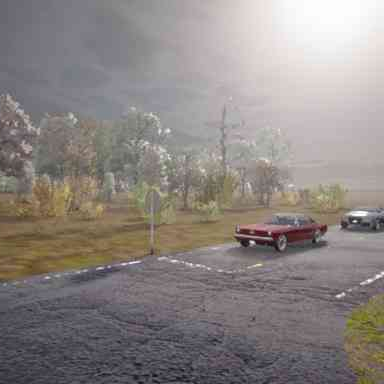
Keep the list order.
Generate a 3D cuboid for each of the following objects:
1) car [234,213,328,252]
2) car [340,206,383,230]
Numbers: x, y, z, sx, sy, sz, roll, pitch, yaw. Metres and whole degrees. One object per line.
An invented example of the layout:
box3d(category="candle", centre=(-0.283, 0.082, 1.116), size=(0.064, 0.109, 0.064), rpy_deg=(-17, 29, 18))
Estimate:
box3d(category="car", centre=(3.878, 1.598, 14.165), size=(4.718, 1.301, 1.895), rpy_deg=(0, 0, -44))
box3d(category="car", centre=(11.055, 1.556, 21.030), size=(4.181, 1.385, 1.994), rpy_deg=(0, 0, -44))
